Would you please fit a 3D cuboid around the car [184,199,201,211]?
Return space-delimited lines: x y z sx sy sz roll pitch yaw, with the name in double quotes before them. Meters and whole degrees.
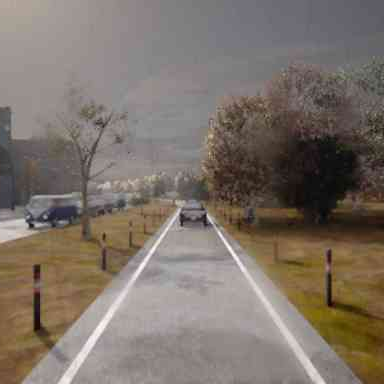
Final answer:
"car" 0.061 1.595 42.312 1.994 1.385 4.181 0 0 0

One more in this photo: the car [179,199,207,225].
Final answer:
"car" 0.083 1.490 23.976 2.128 1.511 4.902 0 0 0

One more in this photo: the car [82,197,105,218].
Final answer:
"car" -9.092 1.429 27.305 2.231 1.521 4.892 0 -1 -2

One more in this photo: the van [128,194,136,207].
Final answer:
"van" -9.287 1.243 49.279 1.878 1.987 4.442 0 -1 -2

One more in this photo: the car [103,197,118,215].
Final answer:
"car" -9.101 1.470 32.816 2.163 1.488 4.792 0 -1 -2

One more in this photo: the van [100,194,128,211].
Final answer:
"van" -9.116 1.227 39.329 1.878 1.987 4.442 0 -1 -3

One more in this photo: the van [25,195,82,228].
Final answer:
"van" -9.086 1.215 21.620 1.878 1.987 4.442 0 0 2
